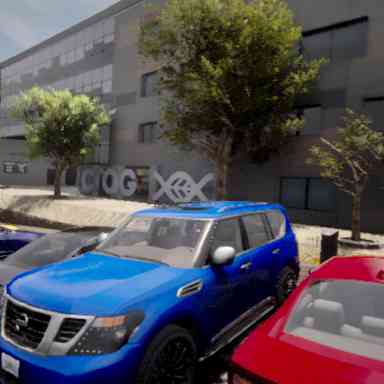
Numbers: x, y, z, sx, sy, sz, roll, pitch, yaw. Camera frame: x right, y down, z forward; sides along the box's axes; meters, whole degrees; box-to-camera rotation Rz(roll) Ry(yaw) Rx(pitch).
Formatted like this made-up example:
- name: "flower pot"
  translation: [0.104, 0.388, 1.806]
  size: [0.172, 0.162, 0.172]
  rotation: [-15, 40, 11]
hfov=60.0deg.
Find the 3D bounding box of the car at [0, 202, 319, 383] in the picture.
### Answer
- name: "car"
  translation: [-0.043, 1.223, 5.279]
  size: [2.435, 2.045, 5.566]
  rotation: [0, 0, 36]
